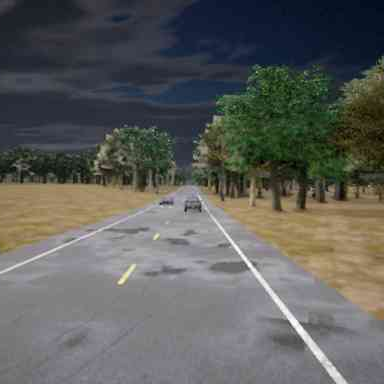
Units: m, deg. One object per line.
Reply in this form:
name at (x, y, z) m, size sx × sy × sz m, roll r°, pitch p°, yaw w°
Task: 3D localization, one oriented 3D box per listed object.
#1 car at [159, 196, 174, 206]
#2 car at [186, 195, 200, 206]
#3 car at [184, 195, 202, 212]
car at (-3.560, 1.225, 47.308) m, size 1.994 × 1.385 × 4.181 m, roll 0°, pitch 1°, yaw 0°
car at (0.120, 1.174, 49.022) m, size 2.033 × 1.411 × 5.357 m, roll 0°, pitch 1°, yaw -1°
car at (0.108, 1.314, 36.329) m, size 2.128 × 1.511 × 4.902 m, roll 0°, pitch 1°, yaw 0°
